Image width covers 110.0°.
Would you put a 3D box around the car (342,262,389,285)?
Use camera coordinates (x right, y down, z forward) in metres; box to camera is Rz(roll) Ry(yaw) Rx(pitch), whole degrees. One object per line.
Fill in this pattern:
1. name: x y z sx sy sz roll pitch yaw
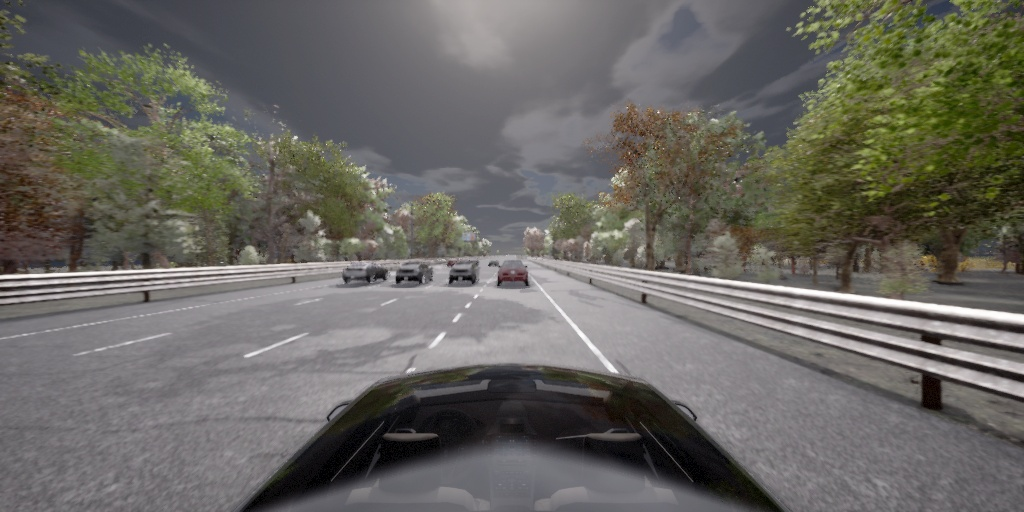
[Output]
1. car: -10.423 1.196 25.914 2.128 1.511 4.902 0 0 0

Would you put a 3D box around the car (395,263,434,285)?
1. car: -6.922 1.210 25.881 1.837 1.490 4.892 0 1 0

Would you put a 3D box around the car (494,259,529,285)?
1. car: 0.071 1.054 25.249 2.097 1.767 4.553 0 0 0

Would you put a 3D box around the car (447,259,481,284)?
1. car: -3.420 1.209 26.337 1.837 1.490 4.892 0 1 0

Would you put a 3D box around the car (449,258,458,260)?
1. car: -10.264 1.114 64.005 1.882 1.535 5.008 0 0 0
